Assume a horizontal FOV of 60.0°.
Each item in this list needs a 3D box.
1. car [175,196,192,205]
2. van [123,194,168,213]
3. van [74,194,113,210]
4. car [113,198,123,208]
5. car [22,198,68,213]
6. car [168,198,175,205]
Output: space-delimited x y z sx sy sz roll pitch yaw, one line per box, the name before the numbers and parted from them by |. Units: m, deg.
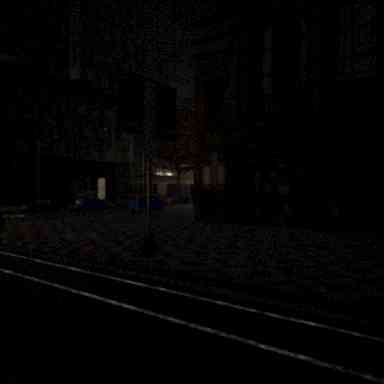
car | -1.653 1.276 51.836 2.008 1.369 4.403 0 0 36
van | -4.574 1.141 33.176 1.690 1.788 3.998 0 0 36
van | -11.495 1.099 38.153 1.690 1.788 3.998 0 0 36
car | -8.314 1.272 42.576 1.752 1.417 4.829 0 0 36
car | -14.777 1.320 33.593 2.008 1.369 4.403 0 0 36
car | -5.033 1.262 47.138 1.752 1.417 4.829 0 0 36
